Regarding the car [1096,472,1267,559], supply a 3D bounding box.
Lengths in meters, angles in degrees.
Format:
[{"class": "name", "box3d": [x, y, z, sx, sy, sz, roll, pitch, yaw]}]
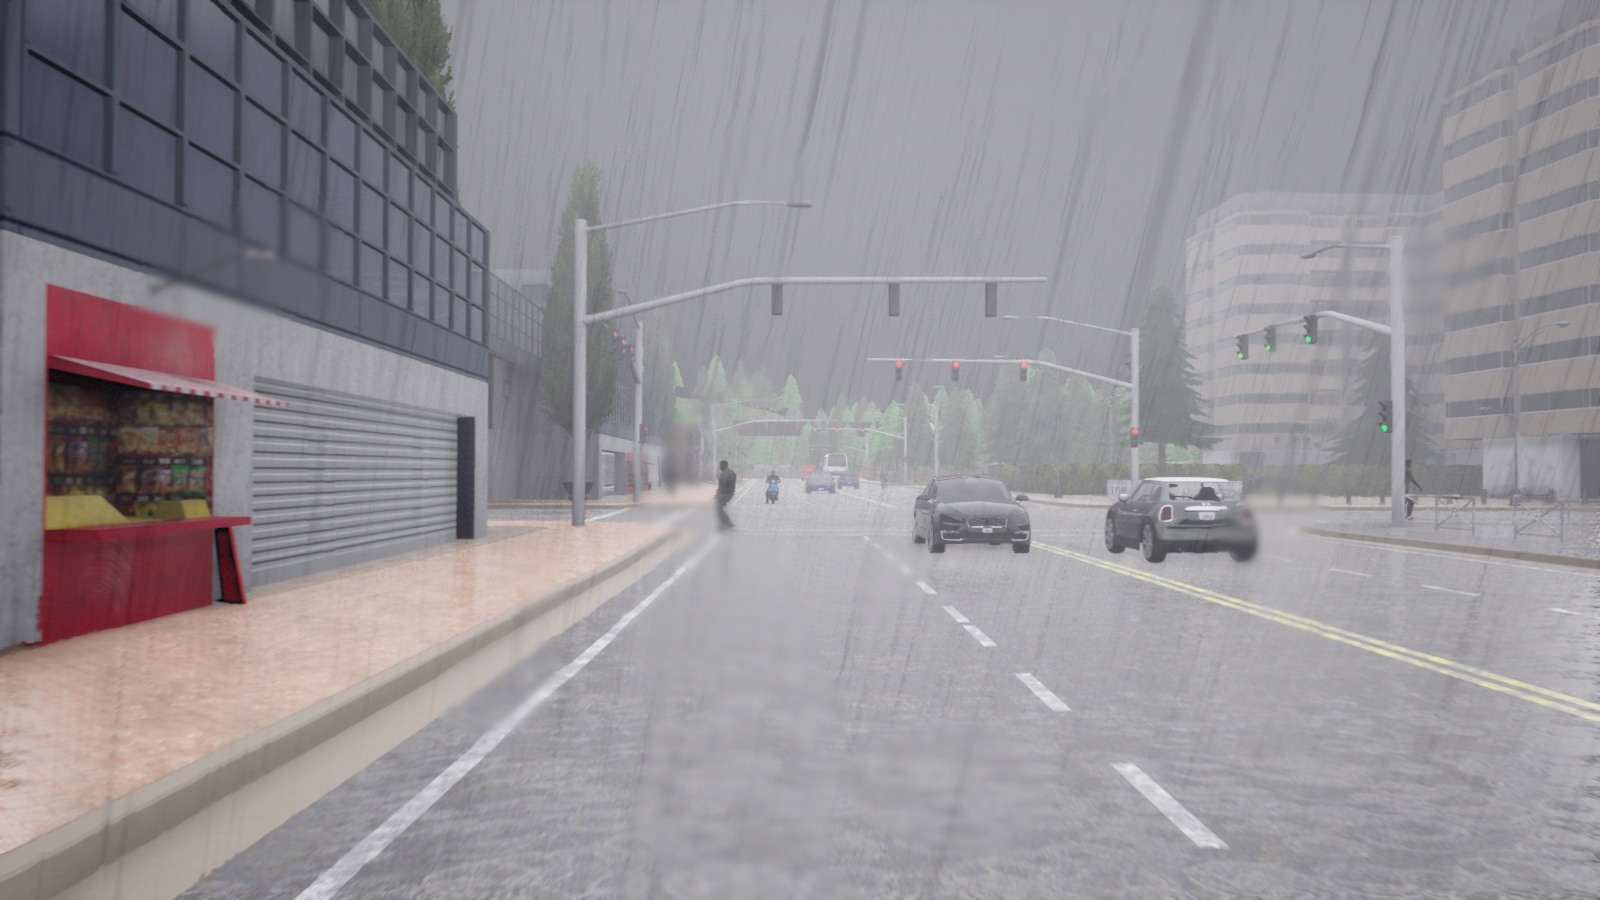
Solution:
[{"class": "car", "box3d": [6.918, 1.140, 23.175, 1.970, 1.475, 3.806, 0, -1, 0]}]

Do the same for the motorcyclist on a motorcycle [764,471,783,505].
[{"class": "motorcyclist on a motorcycle", "box3d": [-1.255, 1.774, 59.810, 0.866, 1.590, 1.817, 0, -1, -2]}]

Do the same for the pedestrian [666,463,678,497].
[{"class": "pedestrian", "box3d": [-6.937, 1.644, 68.262, 0.634, 1.844, 0.899, 0, -1, -4]}]

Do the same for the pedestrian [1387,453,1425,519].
[{"class": "pedestrian", "box3d": [16.769, 0.988, 34.755, 0.869, 1.805, 0.328, 0, -1, -6]}]

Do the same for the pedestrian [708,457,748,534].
[{"class": "pedestrian", "box3d": [-1.768, 1.119, 30.984, 0.849, 1.883, 0.563, -1, -1, 17]}]

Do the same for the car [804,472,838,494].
[{"class": "car", "box3d": [1.429, 2.281, 87.941, 2.163, 1.488, 4.792, 0, -1, -2]}]

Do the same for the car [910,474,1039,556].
[{"class": "car", "box3d": [3.393, 1.230, 25.342, 1.837, 1.490, 4.892, 0, -1, -1]}]
